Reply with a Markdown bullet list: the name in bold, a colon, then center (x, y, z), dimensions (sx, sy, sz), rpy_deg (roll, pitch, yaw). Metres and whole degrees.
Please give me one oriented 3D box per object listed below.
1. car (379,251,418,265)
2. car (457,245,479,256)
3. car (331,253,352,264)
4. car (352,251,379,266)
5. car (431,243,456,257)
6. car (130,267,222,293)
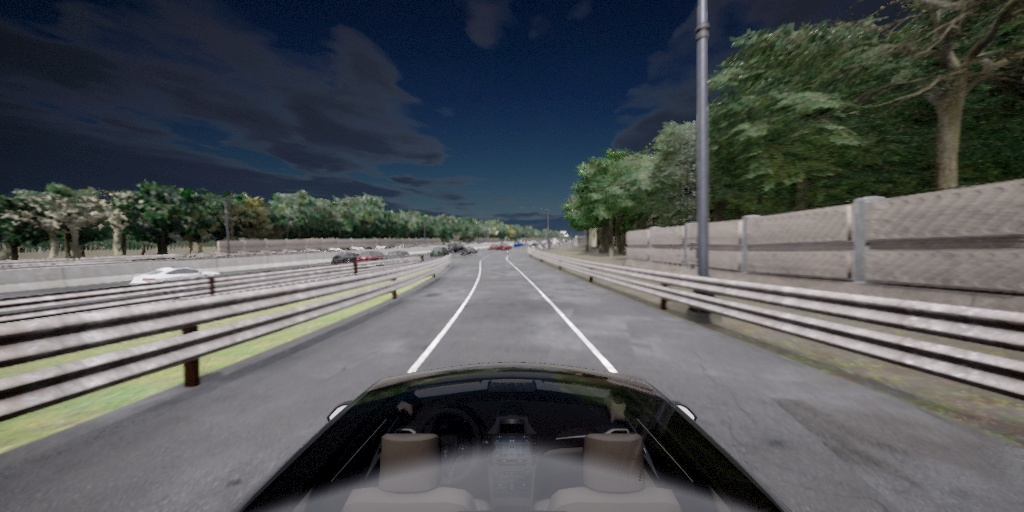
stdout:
- **car**: center (-12.911, 0.193, 41.790), dimensions (2.097, 1.767, 4.553), rpy_deg (0, 3, 15)
- **car**: center (-7.358, -0.795, 62.960), dimensions (1.837, 1.490, 4.892), rpy_deg (0, 3, 15)
- **car**: center (-19.671, 0.311, 43.612), dimensions (1.837, 1.490, 4.892), rpy_deg (0, 3, 15)
- **car**: center (-16.297, 0.180, 42.678), dimensions (2.097, 1.767, 4.553), rpy_deg (0, 3, 15)
- **car**: center (-11.770, -0.747, 59.932), dimensions (2.097, 1.767, 4.553), rpy_deg (0, 3, 15)
- **car**: center (-21.413, 1.409, 23.179), dimensions (1.812, 1.442, 4.674), rpy_deg (0, 3, 15)
